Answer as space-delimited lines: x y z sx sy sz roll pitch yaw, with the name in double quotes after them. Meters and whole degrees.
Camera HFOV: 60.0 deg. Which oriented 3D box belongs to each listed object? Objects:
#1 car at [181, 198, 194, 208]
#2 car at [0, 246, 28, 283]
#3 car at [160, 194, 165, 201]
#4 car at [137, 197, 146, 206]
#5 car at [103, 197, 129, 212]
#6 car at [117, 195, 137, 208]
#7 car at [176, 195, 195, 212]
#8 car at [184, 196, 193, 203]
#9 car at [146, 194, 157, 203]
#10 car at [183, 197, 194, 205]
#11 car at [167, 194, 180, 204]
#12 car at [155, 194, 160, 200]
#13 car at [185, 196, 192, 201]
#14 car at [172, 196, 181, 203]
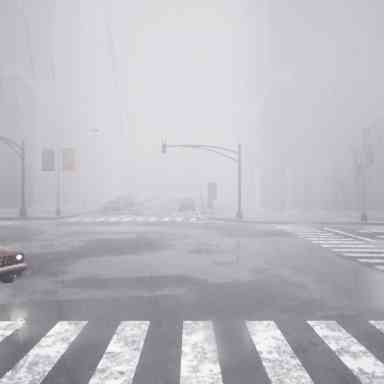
-0.621 1.614 49.795 1.802 1.307 4.206 0 0 0 "car"
-6.264 1.564 8.256 4.718 1.301 1.895 2 1 30 "car"
-9.376 1.695 93.162 1.887 1.381 4.507 0 0 0 "car"
-9.174 1.570 55.011 1.752 1.417 4.829 0 0 0 "car"
-9.088 1.574 38.903 1.947 1.339 4.313 0 0 0 "car"
-9.118 1.335 44.329 2.192 1.841 5.009 0 0 0 "car"
-0.564 1.448 38.946 1.967 1.590 4.097 0 0 0 "car"
-0.737 1.612 71.665 1.752 1.417 4.829 0 0 0 "car"
-9.261 1.668 71.459 1.802 1.307 4.206 0 0 0 "car"
-0.679 1.603 60.645 1.887 1.381 4.507 0 0 0 "car"
-3.366 1.576 65.713 1.837 1.490 4.892 0 0 0 "car"
-9.291 1.417 76.885 2.192 1.841 5.009 0 0 0 "car"
-0.852 1.695 93.195 1.887 1.381 4.507 0 0 0 "car"
-3.518 1.651 75.798 1.994 1.385 4.181 0 0 0 "car"
